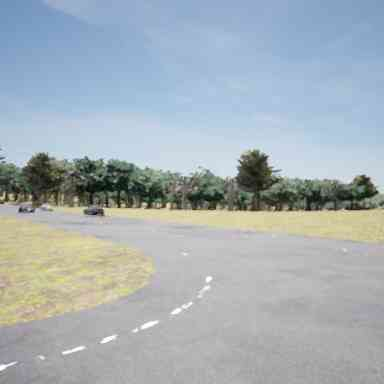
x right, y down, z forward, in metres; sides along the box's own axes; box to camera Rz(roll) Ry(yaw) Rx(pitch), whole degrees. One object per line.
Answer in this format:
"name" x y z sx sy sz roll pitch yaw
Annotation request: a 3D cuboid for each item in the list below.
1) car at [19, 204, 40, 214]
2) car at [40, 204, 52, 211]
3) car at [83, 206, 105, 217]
"car" -25.864 2.596 52.144 2.128 1.511 4.902 3 -3 -33
"car" -31.671 3.325 71.999 1.812 1.442 4.674 4 -3 -35
"car" -13.960 2.732 47.255 1.837 1.490 4.892 4 -3 -35
